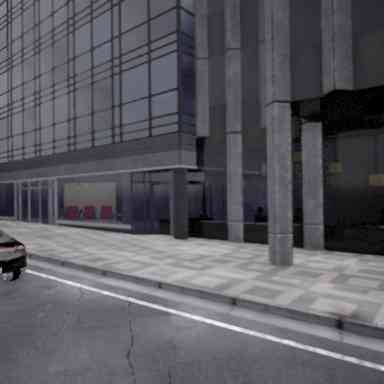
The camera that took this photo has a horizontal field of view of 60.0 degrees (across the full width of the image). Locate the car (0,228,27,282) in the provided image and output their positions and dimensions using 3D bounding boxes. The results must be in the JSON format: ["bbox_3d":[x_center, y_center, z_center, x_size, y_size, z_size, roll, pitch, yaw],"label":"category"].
[{"bbox_3d":[-6.183,1.516,8.667,4.902,1.511,2.128,0,0,37],"label":"car"}]
